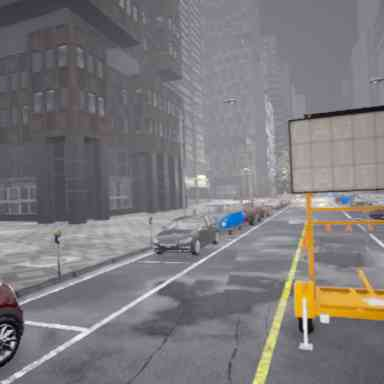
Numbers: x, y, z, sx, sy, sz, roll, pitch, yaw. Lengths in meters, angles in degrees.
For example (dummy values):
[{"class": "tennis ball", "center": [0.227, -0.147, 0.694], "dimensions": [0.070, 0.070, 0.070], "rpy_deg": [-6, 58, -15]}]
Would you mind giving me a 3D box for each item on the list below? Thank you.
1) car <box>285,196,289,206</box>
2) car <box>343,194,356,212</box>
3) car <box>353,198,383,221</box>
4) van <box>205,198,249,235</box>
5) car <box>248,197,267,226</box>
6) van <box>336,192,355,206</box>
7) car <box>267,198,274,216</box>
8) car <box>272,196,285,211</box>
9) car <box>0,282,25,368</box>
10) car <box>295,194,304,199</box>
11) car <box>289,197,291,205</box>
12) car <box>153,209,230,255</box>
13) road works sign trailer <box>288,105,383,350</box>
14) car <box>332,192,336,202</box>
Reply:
[{"class": "car", "center": [11.559, 1.425, 44.832], "dimensions": [1.887, 1.381, 4.507], "rpy_deg": [-2, 0, 21]}, {"class": "car", "center": [15.664, 1.173, 31.466], "dimensions": [1.802, 1.307, 4.206], "rpy_deg": [-2, 0, 21]}, {"class": "car", "center": [11.776, 1.222, 21.123], "dimensions": [2.008, 1.369, 4.403], "rpy_deg": [-2, 0, 21]}, {"class": "van", "center": [1.843, 1.422, 18.970], "dimensions": [1.690, 1.788, 3.998], "rpy_deg": [-2, 0, 21]}, {"class": "car", "center": [3.783, 1.355, 24.143], "dimensions": [2.192, 1.841, 5.009], "rpy_deg": [-2, 0, 21]}, {"class": "van", "center": [19.542, 0.852, 41.812], "dimensions": [1.690, 1.788, 3.998], "rpy_deg": [-2, 0, 21]}, {"class": "car", "center": [5.734, 1.545, 29.314], "dimensions": [1.887, 1.381, 4.507], "rpy_deg": [-2, 0, 21]}, {"class": "car", "center": [9.557, 1.447, 39.501], "dimensions": [1.752, 1.417, 4.829], "rpy_deg": [-2, 0, 21]}, {"class": "car", "center": [-3.979, 1.641, 3.450], "dimensions": [1.967, 1.590, 4.097], "rpy_deg": [-2, 0, 21]}, {"class": "car", "center": [28.787, 1.071, 90.675], "dimensions": [1.752, 1.417, 4.829], "rpy_deg": [-2, 0, 21]}, {"class": "car", "center": [13.501, 1.385, 50.005], "dimensions": [1.887, 1.381, 4.507], "rpy_deg": [-2, 0, 21]}, {"class": "car", "center": [-0.091, 1.671, 13.795], "dimensions": [2.008, 1.369, 4.403], "rpy_deg": [-2, 0, 21]}, {"class": "road works sign trailer", "center": [2.969, 0.384, 5.690], "dimensions": [2.380, 3.560, 2.880], "rpy_deg": [-3, -1, 21]}, {"class": "car", "center": [23.436, 0.976, 52.153], "dimensions": [1.887, 1.381, 4.507], "rpy_deg": [-2, 0, 21]}]
